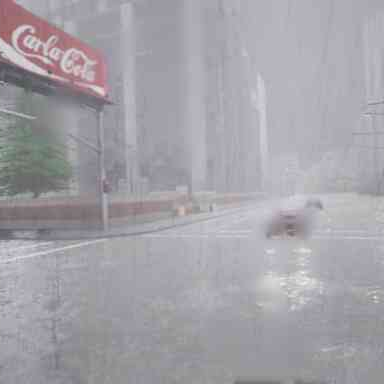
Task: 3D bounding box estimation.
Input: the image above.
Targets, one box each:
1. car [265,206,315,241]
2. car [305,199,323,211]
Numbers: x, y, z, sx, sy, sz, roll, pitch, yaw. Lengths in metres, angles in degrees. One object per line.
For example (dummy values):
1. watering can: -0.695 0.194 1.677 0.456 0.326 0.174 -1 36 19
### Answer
1. car: 5.014 1.611 17.006 1.895 1.301 4.718 -3 -1 23
2. car: 14.667 1.500 39.894 1.895 1.301 4.718 -3 -1 23
